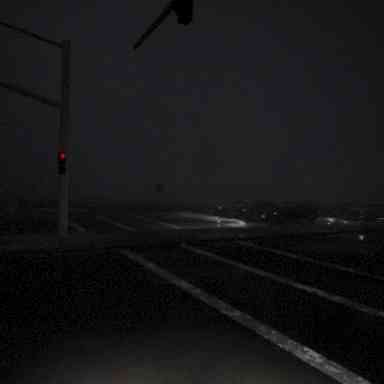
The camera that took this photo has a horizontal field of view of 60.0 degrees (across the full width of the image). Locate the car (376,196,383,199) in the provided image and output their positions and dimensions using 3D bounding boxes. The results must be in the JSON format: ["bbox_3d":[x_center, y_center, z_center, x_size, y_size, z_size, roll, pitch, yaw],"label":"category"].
[{"bbox_3d":[23.535,1.498,36.943,5.566,2.045,2.150,1,1,-28],"label":"car"}]

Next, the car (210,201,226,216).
[{"bbox_3d":[3.854,1.374,30.435,4.674,1.442,1.812,1,1,-28],"label":"car"}]

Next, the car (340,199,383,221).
[{"bbox_3d":[15.465,1.624,28.697,5.008,1.535,1.882,1,1,-28],"label":"car"}]

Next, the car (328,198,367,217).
[{"bbox_3d":[14.248,1.567,32.012,5.008,1.535,1.882,1,1,-28],"label":"car"}]

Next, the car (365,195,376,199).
[{"bbox_3d":[21.969,1.435,40.078,5.566,2.045,2.150,1,0,-28],"label":"car"}]

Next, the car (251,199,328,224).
[{"bbox_3d":[7.142,1.470,24.263,4.902,1.511,2.128,1,1,-28],"label":"car"}]

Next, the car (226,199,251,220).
[{"bbox_3d":[5.449,1.438,27.325,4.674,1.442,1.812,1,1,-28],"label":"car"}]

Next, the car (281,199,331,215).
[{"bbox_3d":[11.895,1.502,34.724,4.902,1.511,2.128,1,1,-28],"label":"car"}]
